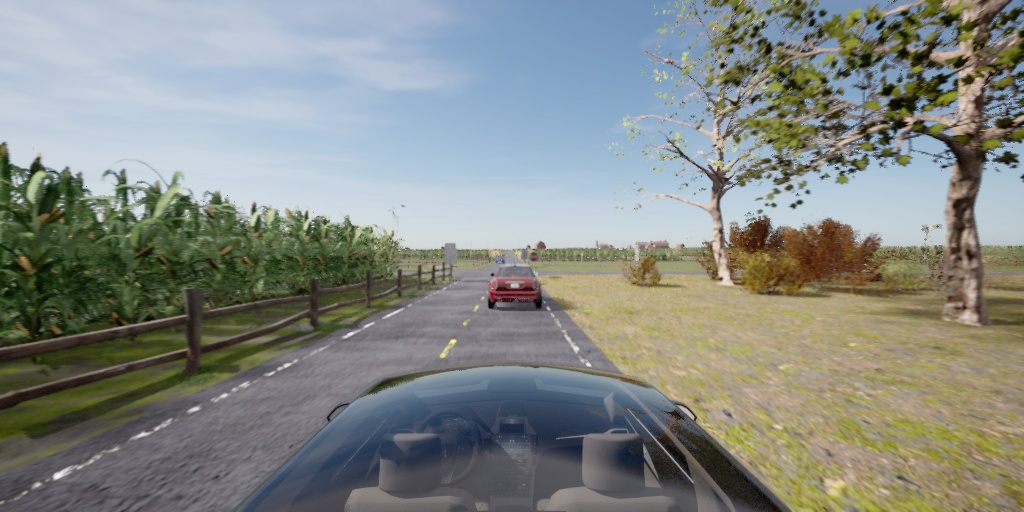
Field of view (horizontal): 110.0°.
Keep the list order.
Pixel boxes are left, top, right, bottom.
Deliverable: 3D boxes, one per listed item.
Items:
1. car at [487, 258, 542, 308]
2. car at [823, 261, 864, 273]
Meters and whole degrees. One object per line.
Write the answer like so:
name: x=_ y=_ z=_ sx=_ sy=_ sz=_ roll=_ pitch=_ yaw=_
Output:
car: x=0.110 y=1.100 z=15.412 sx=2.097 sy=1.767 sz=4.553 roll=0 pitch=0 yaw=0
car: x=40.455 y=1.317 z=44.199 sx=4.892 sy=1.490 sz=1.837 roll=0 pitch=0 yaw=0
